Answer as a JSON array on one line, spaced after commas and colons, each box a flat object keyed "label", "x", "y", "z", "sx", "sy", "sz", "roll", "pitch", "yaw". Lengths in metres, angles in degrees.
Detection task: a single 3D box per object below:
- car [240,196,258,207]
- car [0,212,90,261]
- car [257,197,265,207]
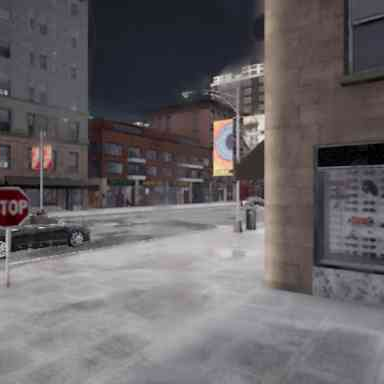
[{"label": "car", "x": 9.035, "y": 1.405, "z": 50.393, "sx": 2.128, "sy": 1.511, "sz": 4.902, "roll": 0, "pitch": 0, "yaw": 36}, {"label": "car", "x": -6.135, "y": 1.494, "z": 12.479, "sx": 1.837, "sy": 1.490, "sz": 4.892, "roll": 0, "pitch": 0, "yaw": 36}, {"label": "car", "x": 11.677, "y": 1.482, "z": 48.500, "sx": 1.994, "sy": 1.385, "sz": 4.181, "roll": 0, "pitch": 0, "yaw": 36}]
